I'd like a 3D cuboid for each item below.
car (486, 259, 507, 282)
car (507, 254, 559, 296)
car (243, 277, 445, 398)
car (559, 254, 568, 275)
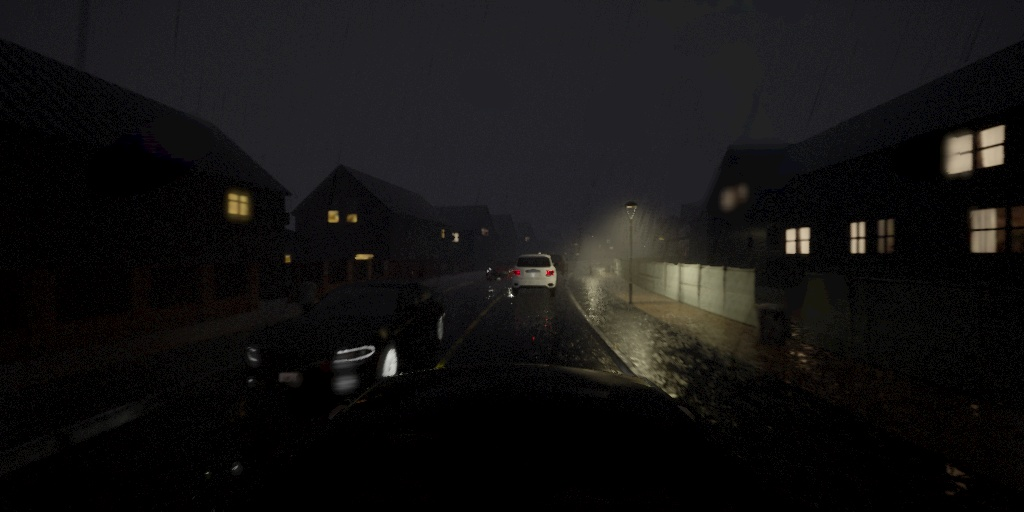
[{"bbox_3d":[-0.528,1.010,27.234,2.097,1.767,4.553,0,0,10],"label":"car"},{"bbox_3d":[1.269,0.921,19.244,2.150,2.045,5.566,0,0,6],"label":"car"},{"bbox_3d":[-2.629,1.212,6.881,1.882,1.535,5.008,0,0,2],"label":"car"},{"bbox_3d":[4.669,0.851,37.925,2.150,2.045,5.566,0,0,14],"label":"car"}]
